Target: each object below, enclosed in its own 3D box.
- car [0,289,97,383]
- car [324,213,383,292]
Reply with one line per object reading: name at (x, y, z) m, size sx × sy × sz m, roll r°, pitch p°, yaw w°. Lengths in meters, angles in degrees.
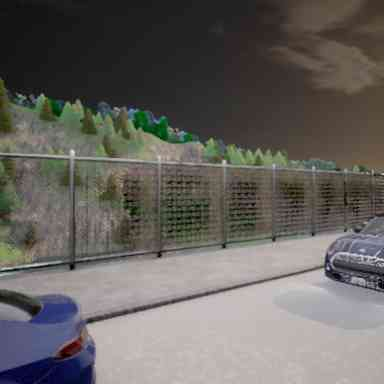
car at (-3.080, 1.530, 2.399) m, size 4.674 × 1.442 × 1.812 m, roll 0°, pitch 0°, yaw -36°
car at (5.403, 1.315, 8.444) m, size 4.553 × 1.767 × 2.097 m, roll 0°, pitch 0°, yaw -35°
